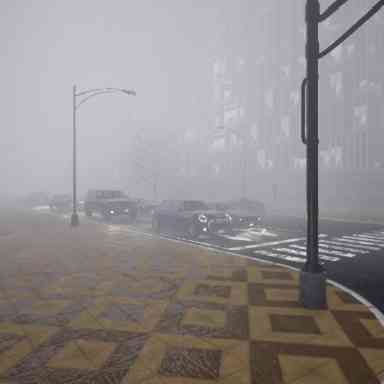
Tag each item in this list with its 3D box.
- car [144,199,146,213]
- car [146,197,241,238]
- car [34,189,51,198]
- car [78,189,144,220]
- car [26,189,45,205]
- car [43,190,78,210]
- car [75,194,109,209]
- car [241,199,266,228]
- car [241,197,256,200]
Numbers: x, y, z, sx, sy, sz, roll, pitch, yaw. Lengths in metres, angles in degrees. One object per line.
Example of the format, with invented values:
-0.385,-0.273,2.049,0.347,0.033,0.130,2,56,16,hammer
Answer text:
-4.394,1.166,27.207,1.895,1.301,4.718,0,1,-38,car
-0.074,1.124,16.496,2.097,1.767,4.553,0,1,-38,car
-28.616,0.236,63.588,1.882,1.535,5.008,0,1,-38,car
-5.979,0.819,23.968,2.150,2.045,5.566,0,1,-38,car
-18.740,0.710,40.255,2.128,1.511,4.902,0,1,-37,car
-12.367,0.900,32.082,2.128,1.511,4.902,0,1,-38,car
-10.603,0.945,35.101,1.994,1.385,4.181,0,1,-38,car
1.586,1.289,19.691,2.033,1.411,5.357,0,1,-36,car
3.842,1.139,27.561,2.128,1.511,4.902,0,1,-38,car
